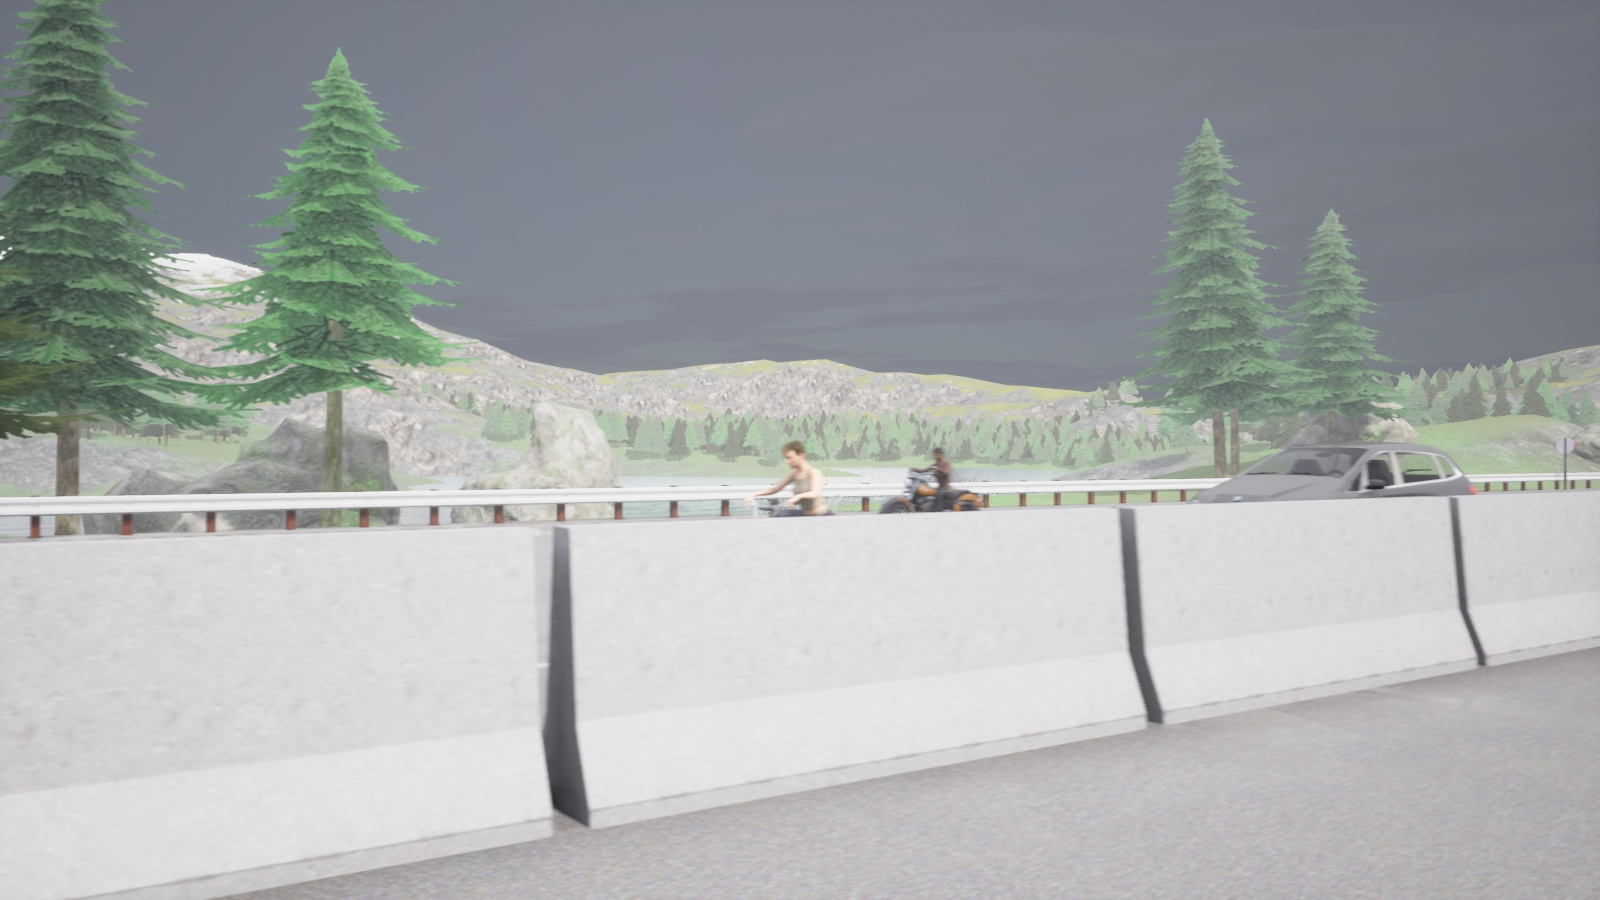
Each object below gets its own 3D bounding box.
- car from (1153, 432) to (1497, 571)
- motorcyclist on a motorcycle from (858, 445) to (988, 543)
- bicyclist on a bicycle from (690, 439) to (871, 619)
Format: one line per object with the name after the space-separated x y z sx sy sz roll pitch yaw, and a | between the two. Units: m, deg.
7.282 0.616 17.287 4.611 1.667 2.242 0 0 -35 | car
2.205 0.745 22.278 2.350 1.649 0.766 0 0 -35 | motorcyclist on a motorcycle
-0.179 0.711 12.066 1.509 1.612 0.866 0 0 -35 | bicyclist on a bicycle
